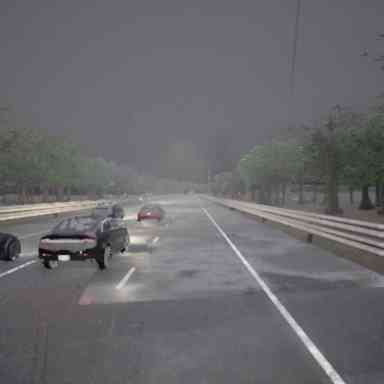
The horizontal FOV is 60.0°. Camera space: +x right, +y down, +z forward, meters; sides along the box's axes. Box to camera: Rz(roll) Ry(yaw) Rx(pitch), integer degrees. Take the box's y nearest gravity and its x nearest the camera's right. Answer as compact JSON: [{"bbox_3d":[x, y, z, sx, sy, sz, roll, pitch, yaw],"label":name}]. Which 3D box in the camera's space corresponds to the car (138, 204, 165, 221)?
[{"bbox_3d":[-3.400,1.702,28.299,1.994,1.385,4.181,0,0,0],"label":"car"}]

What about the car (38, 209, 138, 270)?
[{"bbox_3d":[-3.403,1.546,11.259,2.128,1.511,4.902,0,0,0],"label":"car"}]

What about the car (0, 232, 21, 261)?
[{"bbox_3d":[-6.901,1.612,9.811,1.994,1.385,4.181,0,0,0],"label":"car"}]

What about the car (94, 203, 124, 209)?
[{"bbox_3d":[-6.902,1.627,27.691,2.128,1.511,4.902,0,0,0],"label":"car"}]
